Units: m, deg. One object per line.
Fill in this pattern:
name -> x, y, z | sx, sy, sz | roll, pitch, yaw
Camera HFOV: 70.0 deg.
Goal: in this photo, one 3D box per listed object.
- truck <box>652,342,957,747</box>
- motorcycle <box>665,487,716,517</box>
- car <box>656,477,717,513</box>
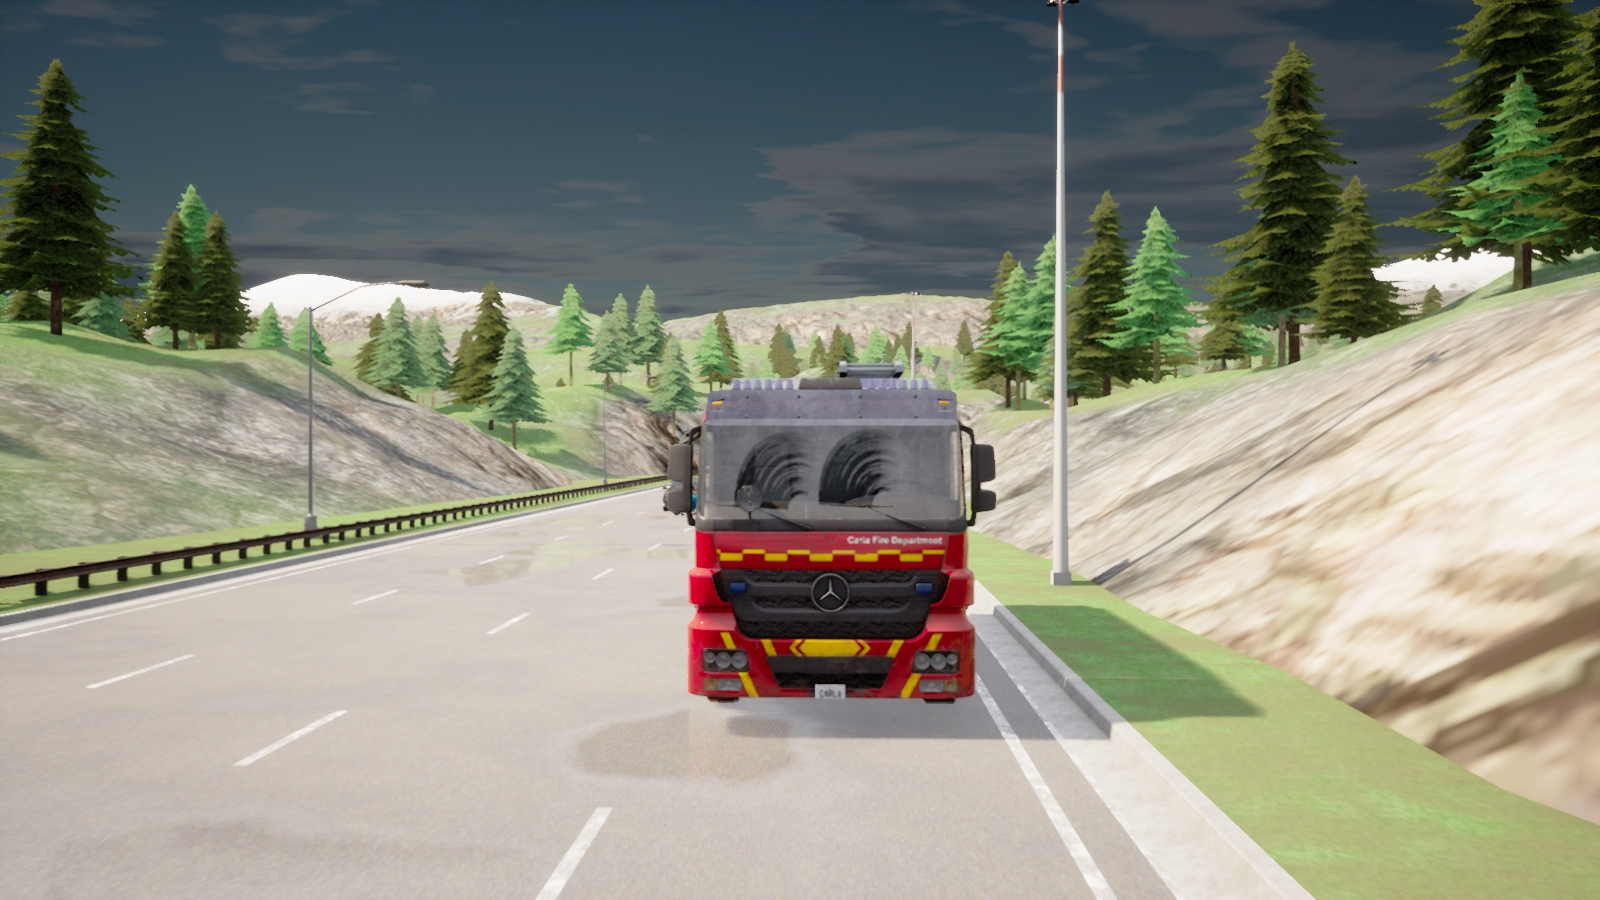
truck -> 0.179, 0.890, 15.063 | 2.891, 3.827, 8.468 | 0, 0, 2
motorcycle -> -4.659, 2.185, 48.580 | 2.033, 1.199, 0.803 | 0, 0, 23
car -> -5.271, 2.059, 53.581 | 2.231, 1.480, 4.892 | 0, 0, 2
